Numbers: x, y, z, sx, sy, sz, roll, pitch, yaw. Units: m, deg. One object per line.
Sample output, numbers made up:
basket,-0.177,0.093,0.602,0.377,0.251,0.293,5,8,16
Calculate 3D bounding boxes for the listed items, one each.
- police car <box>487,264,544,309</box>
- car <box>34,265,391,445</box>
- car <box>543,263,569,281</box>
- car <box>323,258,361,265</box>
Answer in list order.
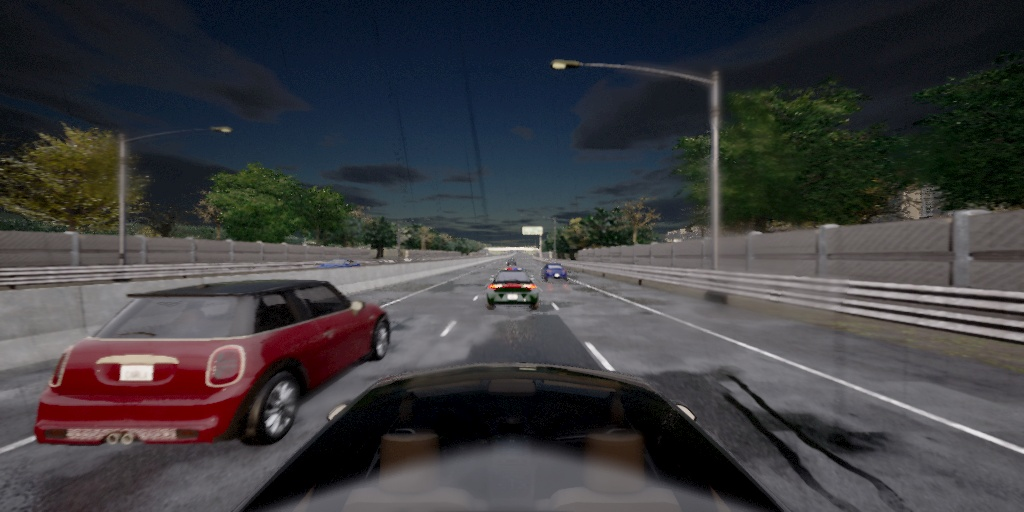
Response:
police car,0.016,1.294,15.230,2.038,1.542,4.974,0,0,0
car,-3.500,1.114,5.470,2.097,1.767,4.553,0,0,0
car,3.594,1.356,30.805,1.812,1.442,4.674,0,0,0
car,-14.004,0.919,29.112,1.882,1.535,5.008,0,0,0
